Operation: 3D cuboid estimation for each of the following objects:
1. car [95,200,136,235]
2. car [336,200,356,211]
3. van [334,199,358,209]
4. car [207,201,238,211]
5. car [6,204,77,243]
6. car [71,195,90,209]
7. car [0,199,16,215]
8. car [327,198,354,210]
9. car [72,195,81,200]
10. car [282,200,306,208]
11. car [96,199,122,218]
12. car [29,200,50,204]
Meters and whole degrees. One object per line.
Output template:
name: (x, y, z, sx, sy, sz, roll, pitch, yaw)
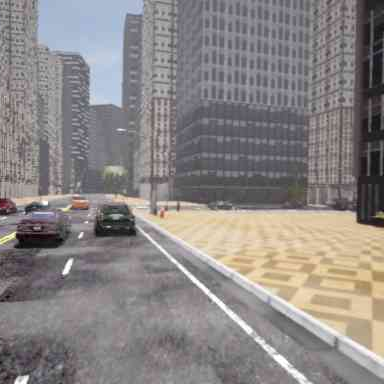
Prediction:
car: (-4.433, 1.334, 19.060, 2.097, 1.767, 4.553, 1, 0, -15)
car: (25.941, 2.470, 53.143, 4.313, 1.339, 1.947, 1, 0, -16)
van: (29.027, 2.219, 62.770, 3.998, 1.788, 1.690, 1, 0, -16)
car: (4.315, 1.965, 46.707, 4.403, 1.369, 2.008, 1, 0, -16)
car: (-6.875, 1.495, 15.773, 2.033, 1.411, 5.357, 1, 0, -16)
car: (-14.714, 1.325, 44.012, 2.097, 1.767, 4.553, 1, 1, -16)
car: (-18.222, 1.369, 31.921, 1.812, 1.442, 4.674, 1, 0, -15)
car: (26.274, 2.109, 56.028, 5.566, 2.045, 2.150, 1, 1, -16)
car: (-29.921, 1.403, 86.180, 1.895, 1.301, 4.718, 1, 0, -16)
car: (18.195, 2.073, 59.613, 4.097, 1.590, 1.967, 1, 0, -16)
car: (-7.872, 1.458, 31.376, 2.128, 1.511, 4.902, 1, 0, -15)
car: (-15.167, 1.482, 33.078, 1.895, 1.301, 4.718, 1, 0, -15)
